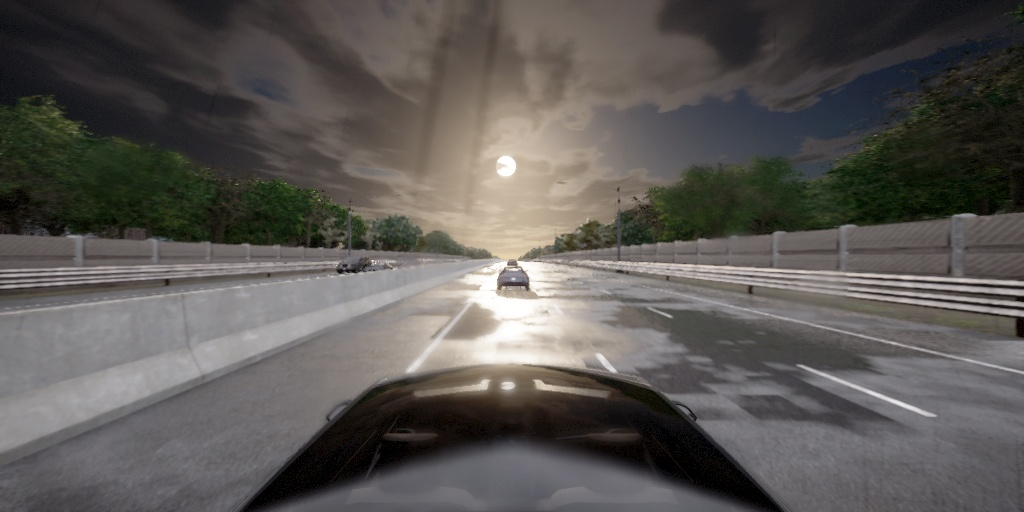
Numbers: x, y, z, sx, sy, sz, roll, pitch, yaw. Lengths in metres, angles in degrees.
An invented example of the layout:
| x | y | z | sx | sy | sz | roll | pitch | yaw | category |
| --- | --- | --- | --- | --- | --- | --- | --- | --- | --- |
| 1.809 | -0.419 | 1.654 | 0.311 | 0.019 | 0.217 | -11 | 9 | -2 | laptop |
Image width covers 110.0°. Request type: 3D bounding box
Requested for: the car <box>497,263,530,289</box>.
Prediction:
| x | y | z | sx | sy | sz | roll | pitch | yaw | category |
| --- | --- | --- | --- | --- | --- | --- | --- | --- | --- |
| 0.086 | 1.331 | 23.049 | 1.994 | 1.385 | 4.181 | 0 | 0 | 0 | car |

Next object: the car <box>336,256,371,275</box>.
| x | y | z | sx | sy | sz | roll | pitch | yaw | category |
| --- | --- | --- | --- | --- | --- | --- | --- | --- | --- |
| -17.581 | 1.010 | 40.410 | 2.150 | 2.045 | 5.566 | 0 | 0 | 0 | car |

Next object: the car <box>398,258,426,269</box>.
| x | y | z | sx | sy | sz | roll | pitch | yaw | category |
| --- | --- | --- | --- | --- | --- | --- | --- | --- | --- |
| -10.587 | 1.139 | 38.303 | 2.097 | 1.767 | 4.553 | 0 | 0 | 0 | car |

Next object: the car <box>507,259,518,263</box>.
| x | y | z | sx | sy | sz | roll | pitch | yaw | category |
| --- | --- | --- | --- | --- | --- | --- | --- | --- | --- |
| 0.062 | 1.351 | 64.789 | 1.837 | 1.490 | 4.892 | 0 | 0 | 0 | car |

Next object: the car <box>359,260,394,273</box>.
| x | y | z | sx | sy | sz | roll | pitch | yaw | category |
| --- | --- | --- | --- | --- | --- | --- | --- | --- | --- |
| -14.089 | 1.351 | 38.161 | 1.994 | 1.385 | 4.181 | 0 | 0 | 0 | car |
